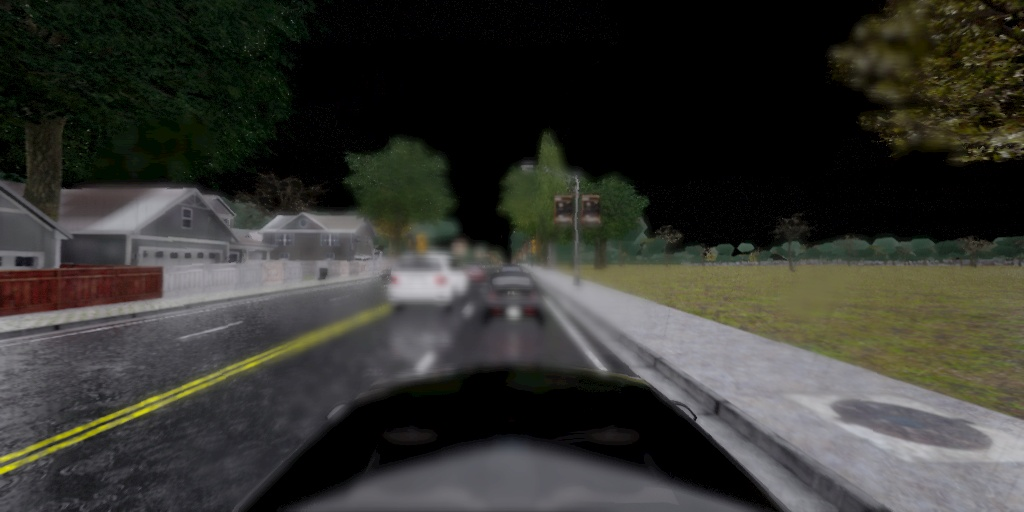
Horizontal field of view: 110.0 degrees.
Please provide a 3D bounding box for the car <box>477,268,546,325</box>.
[{"bbox_3d":[0.069,1.289,11.968,1.837,1.490,4.892,0,-1,0],"label":"car"}]

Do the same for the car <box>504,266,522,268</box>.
[{"bbox_3d":[0.068,1.403,25.786,2.033,1.411,5.357,0,0,0],"label":"car"}]

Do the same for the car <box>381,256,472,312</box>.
[{"bbox_3d":[-3.163,1.018,14.682,2.150,2.045,5.566,0,0,0],"label":"car"}]

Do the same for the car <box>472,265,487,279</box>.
[{"bbox_3d":[-3.156,1.454,31.493,1.994,1.385,4.181,0,0,0],"label":"car"}]
